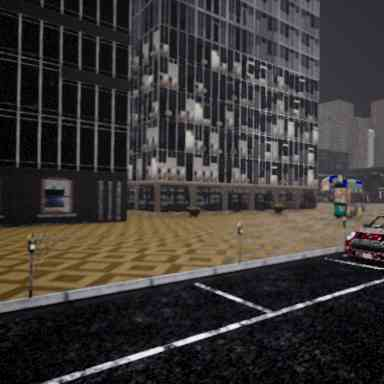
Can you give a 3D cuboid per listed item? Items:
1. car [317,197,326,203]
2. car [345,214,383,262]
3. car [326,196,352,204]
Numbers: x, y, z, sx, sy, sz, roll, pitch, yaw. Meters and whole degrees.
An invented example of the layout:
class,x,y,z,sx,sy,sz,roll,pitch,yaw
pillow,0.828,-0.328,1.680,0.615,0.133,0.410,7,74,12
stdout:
class,x,y,z,sx,sy,sz,roll,pitch,yaw
car,31.241,1.975,81.387,1.967,1.590,4.097,1,-1,-35
car,7.136,1.493,11.602,4.097,1.590,1.967,0,1,-35
car,34.431,1.823,76.844,2.192,1.841,5.009,1,-1,-35
